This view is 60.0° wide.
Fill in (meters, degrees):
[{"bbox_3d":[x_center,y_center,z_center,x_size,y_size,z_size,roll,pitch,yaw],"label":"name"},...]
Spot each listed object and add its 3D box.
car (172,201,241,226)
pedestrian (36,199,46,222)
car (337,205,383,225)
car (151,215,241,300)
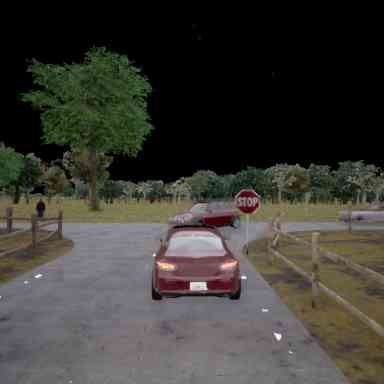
[{"bbox_3d":[0.749,1.365,19.678,4.553,1.767,2.097,-1,0,-39],"label":"car"},{"bbox_3d":[-12.155,1.433,26.719,0.375,1.860,0.375,0,-1,0],"label":"pedestrian"},{"bbox_3d":[12.980,1.606,23.687,4.718,1.301,1.895,0,-1,0],"label":"car"},{"bbox_3d":[0.038,1.538,8.297,1.812,1.442,4.674,0,0,-2],"label":"car"}]
